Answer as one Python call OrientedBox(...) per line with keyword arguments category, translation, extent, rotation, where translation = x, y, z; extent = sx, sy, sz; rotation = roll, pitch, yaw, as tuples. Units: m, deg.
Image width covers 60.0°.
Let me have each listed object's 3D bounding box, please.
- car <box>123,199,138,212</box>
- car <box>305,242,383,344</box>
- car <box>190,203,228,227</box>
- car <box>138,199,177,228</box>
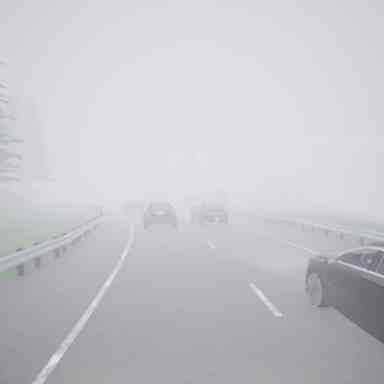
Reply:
OrientedBox(category="car", translation=(-7.046, 1.550, 39.572), extent=(2.128, 1.511, 4.902), rotation=(0, 0, -19))
OrientedBox(category="car", translation=(3.345, 1.485, 5.027), extent=(2.128, 1.511, 4.902), rotation=(0, 0, -3))
OrientedBox(category="car", translation=(1.116, 1.509, 23.156), extent=(2.128, 1.511, 4.902), rotation=(0, 0, -11))
OrientedBox(category="car", translation=(-2.316, 1.380, 22.459), extent=(2.097, 1.767, 4.553), rotation=(0, 0, -11))
